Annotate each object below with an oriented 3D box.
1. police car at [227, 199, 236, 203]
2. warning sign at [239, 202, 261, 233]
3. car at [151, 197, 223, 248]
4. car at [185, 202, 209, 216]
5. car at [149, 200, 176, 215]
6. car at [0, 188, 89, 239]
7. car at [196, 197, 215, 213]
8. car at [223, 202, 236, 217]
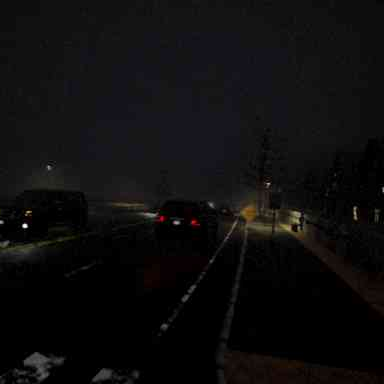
[{"bbox_3d":[11.387,3.233,92.952,1.930,1.638,5.238,4,-1,5],"label":"police car"},{"bbox_3d":[3.946,1.699,22.680,1.300,1.860,1.060,6,1,10],"label":"warning sign"},{"bbox_3d":[-0.096,1.430,16.455,2.150,2.045,5.566,5,0,12],"label":"car"},{"bbox_3d":[0.670,2.016,40.497,2.033,1.411,5.357,5,0,9],"label":"car"},{"bbox_3d":[-3.200,1.657,37.479,1.812,1.442,4.674,5,-1,9],"label":"car"},{"bbox_3d":[-6.919,0.873,15.633,2.150,2.045,5.566,5,0,10],"label":"car"},{"bbox_3d":[2.190,1.901,50.835,2.150,2.045,5.566,4,0,8],"label":"car"},{"bbox_3d":[4.256,2.337,42.459,1.994,1.385,4.181,5,0,9],"label":"car"}]
